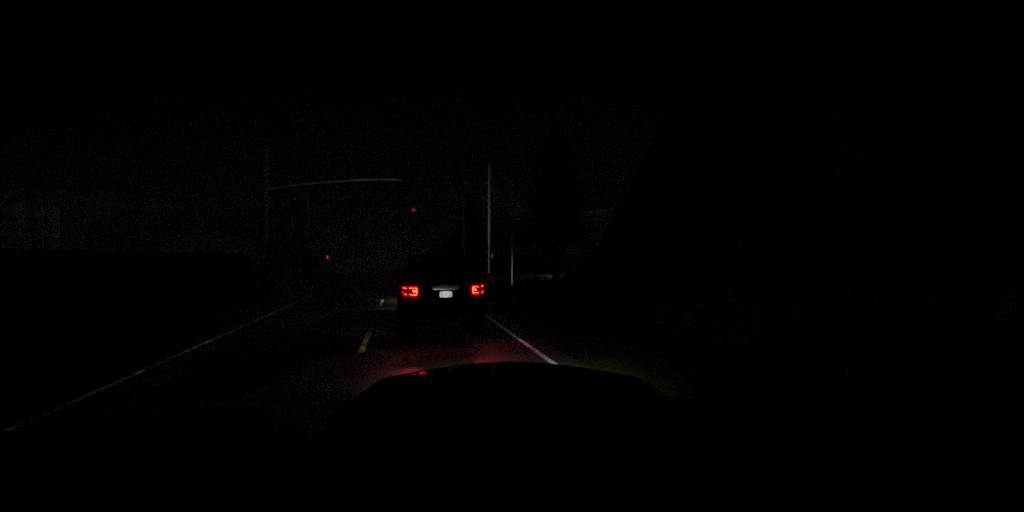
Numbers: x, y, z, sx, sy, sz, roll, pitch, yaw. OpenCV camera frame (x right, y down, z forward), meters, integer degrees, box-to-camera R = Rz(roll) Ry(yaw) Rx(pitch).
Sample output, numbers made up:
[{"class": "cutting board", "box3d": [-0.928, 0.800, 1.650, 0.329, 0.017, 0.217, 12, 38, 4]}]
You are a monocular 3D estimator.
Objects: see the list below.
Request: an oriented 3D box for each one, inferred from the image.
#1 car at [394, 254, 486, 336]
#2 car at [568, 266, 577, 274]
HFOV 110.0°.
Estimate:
[{"class": "car", "box3d": [-2.278, 0.971, 10.763, 2.150, 2.045, 5.566, 0, 0, -17]}, {"class": "car", "box3d": [7.988, 1.227, 35.856, 5.008, 1.535, 1.882, 0, 0, -19]}]
